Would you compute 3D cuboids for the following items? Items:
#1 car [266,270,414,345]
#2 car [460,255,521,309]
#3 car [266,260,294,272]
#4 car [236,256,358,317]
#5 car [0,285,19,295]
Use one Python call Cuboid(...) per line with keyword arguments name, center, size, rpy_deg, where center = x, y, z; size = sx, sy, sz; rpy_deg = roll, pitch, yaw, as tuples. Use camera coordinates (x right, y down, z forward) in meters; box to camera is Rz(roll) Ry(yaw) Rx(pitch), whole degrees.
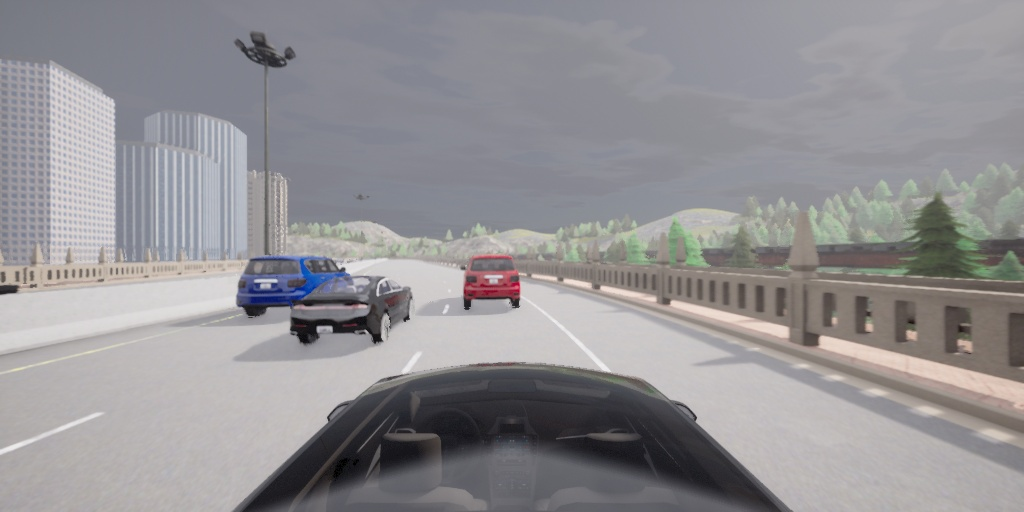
Cuboid(name="car", center=(-3.918, 1.262, 9.591), size=(2.128, 1.511, 4.902), rpy_deg=(0, 0, -4))
Cuboid(name="car", center=(-0.987, 0.984, 15.312), size=(2.150, 2.045, 5.566), rpy_deg=(0, 0, -7))
Cuboid(name="car", center=(-33.358, 1.407, 51.740), size=(2.128, 1.511, 4.902), rpy_deg=(0, 0, -18))
Cuboid(name="car", center=(-7.804, 1.010, 13.548), size=(2.150, 2.045, 5.566), rpy_deg=(0, 0, -7))
Cuboid(name="car", center=(-22.053, 1.447, 13.220), size=(1.895, 1.301, 4.718), rpy_deg=(0, 0, -8))
